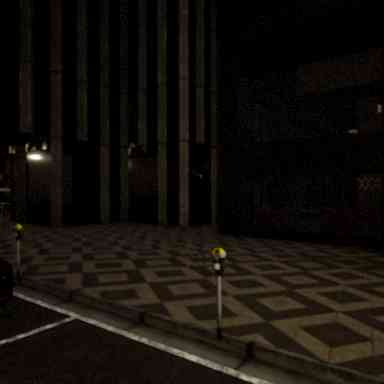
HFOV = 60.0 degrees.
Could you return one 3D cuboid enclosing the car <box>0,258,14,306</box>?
[{"bbox_3d":[-5.226,1.526,6.584,4.313,1.339,1.947,0,0,36],"label":"car"}]
